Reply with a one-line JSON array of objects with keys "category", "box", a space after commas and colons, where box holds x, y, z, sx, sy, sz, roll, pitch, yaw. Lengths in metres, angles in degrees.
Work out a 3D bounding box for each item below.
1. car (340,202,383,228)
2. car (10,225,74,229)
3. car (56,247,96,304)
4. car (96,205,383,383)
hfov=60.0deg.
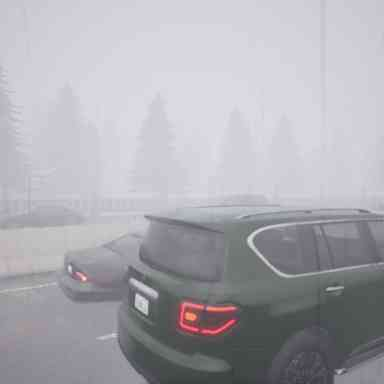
[{"category": "car", "box": [12.319, 1.464, 22.159, 4.674, 1.442, 1.812, 0, 0, -23]}, {"category": "car", "box": [-8.611, 1.428, 19.049, 4.674, 1.442, 1.812, 0, 0, -33]}, {"category": "car", "box": [-0.196, 1.515, 7.685, 5.357, 1.411, 2.033, 0, 0, -32]}, {"category": "car", "box": [1.756, 1.205, 4.759, 5.566, 2.045, 2.150, 0, 0, -33]}]
